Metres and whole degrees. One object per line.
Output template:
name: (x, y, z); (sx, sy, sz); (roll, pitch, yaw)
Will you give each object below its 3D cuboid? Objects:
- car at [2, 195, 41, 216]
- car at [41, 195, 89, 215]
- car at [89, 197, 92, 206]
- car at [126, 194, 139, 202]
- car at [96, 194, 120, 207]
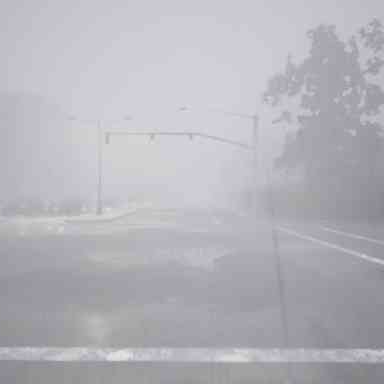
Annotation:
car: (-15.084, 1.156, 30.030); (2.097, 1.767, 4.553); (0, 0, 0)
car: (-11.583, 1.286, 30.734); (2.128, 1.511, 4.902); (0, 1, 0)
car: (-15.064, 1.208, 45.287); (1.837, 1.490, 4.892); (0, 0, 0)
car: (-11.481, 1.072, 64.436); (1.837, 1.490, 4.892); (0, 0, 0)
car: (-11.568, 1.304, 45.153); (1.895, 1.301, 4.718); (0, 0, 0)
